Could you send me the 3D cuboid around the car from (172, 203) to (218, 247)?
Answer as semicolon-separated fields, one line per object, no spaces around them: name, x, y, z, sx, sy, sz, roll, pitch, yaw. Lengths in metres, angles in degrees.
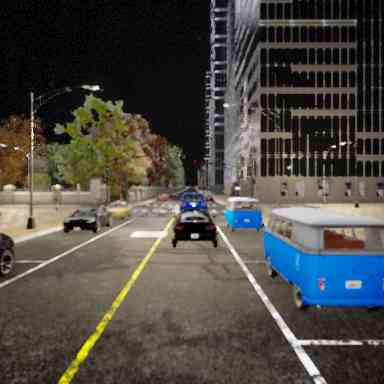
car;0.120;1.437;14.542;1.812;1.442;4.674;0;0;0

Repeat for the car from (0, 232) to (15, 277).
car;-5.680;1.525;7.418;1.947;1.339;4.313;0;0;0

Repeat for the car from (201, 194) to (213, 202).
car;2.771;1.140;62.610;1.947;1.339;4.313;0;0;0

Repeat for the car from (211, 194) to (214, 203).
car;2.765;1.054;56.929;1.967;1.590;4.097;0;0;0

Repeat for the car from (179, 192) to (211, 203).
car;0.135;1.046;26.882;2.150;2.045;5.566;0;0;0

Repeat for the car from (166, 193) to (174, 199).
car;-5.581;0.992;85.349;1.802;1.307;4.206;0;0;0

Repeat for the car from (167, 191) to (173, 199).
car;-5.602;1.085;68.301;2.008;1.369;4.403;0;0;0

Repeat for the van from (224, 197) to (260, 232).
van;2.798;1.222;18.804;1.690;1.788;3.998;0;0;0

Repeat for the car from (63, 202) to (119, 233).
car;-5.745;1.447;18.814;1.947;1.339;4.313;0;0;0

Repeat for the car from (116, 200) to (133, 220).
car;-5.784;1.356;26.048;1.752;1.417;4.829;0;0;0

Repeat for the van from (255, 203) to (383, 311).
van;2.702;1.300;7.407;1.690;1.788;3.998;0;0;0

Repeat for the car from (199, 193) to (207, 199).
car;2.800;0.976;85.334;1.947;1.339;4.313;0;0;0

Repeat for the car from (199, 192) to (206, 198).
car;2.808;0.806;91.014;1.967;1.590;4.097;0;0;0

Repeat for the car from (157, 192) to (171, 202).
car;-5.609;1.119;62.618;1.887;1.381;4.507;0;0;0
